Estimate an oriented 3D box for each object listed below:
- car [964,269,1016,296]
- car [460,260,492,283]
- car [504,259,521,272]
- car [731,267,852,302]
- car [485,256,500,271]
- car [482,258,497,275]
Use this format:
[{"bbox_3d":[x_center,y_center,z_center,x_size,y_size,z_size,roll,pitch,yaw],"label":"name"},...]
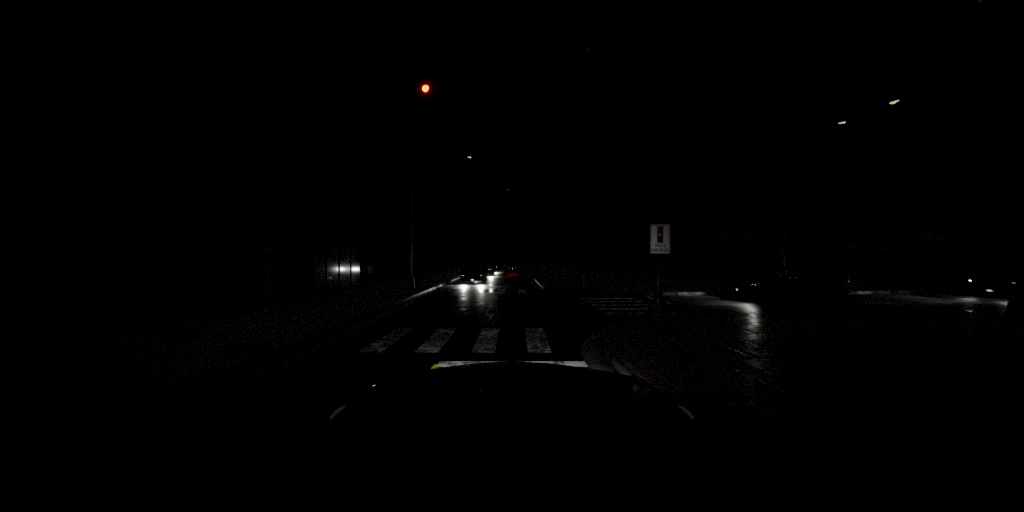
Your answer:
[{"bbox_3d":[23.466,1.213,15.972,4.718,1.301,1.895,0,0,0],"label":"car"},{"bbox_3d":[-2.883,1.303,28.043,2.033,1.411,5.357,0,0,-1],"label":"car"},{"bbox_3d":[0.066,1.276,46.523,1.837,1.490,4.892,0,0,0],"label":"car"},{"bbox_3d":[12.333,1.197,15.938,4.674,1.442,1.812,0,0,0],"label":"car"},{"bbox_3d":[-2.873,0.996,48.973,2.150,2.045,5.566,0,0,0],"label":"car"},{"bbox_3d":[-2.875,1.268,38.451,1.837,1.490,4.892,0,0,0],"label":"car"}]
